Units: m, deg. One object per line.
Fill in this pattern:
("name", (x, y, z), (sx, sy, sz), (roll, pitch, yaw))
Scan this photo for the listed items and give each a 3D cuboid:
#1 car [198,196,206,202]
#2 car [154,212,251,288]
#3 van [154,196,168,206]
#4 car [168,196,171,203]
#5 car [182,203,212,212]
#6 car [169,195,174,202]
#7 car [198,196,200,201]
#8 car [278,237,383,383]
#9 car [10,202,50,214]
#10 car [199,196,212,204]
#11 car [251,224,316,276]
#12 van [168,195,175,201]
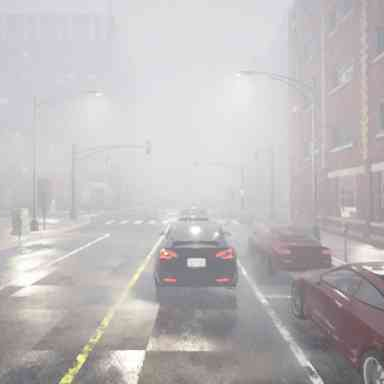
("car", (2.640, 1.886, 87.689), (1.947, 1.339, 4.313), (1, 0, 0))
("car", (0.095, 1.537, 9.363), (2.163, 1.488, 4.792), (0, 0, 0))
("van", (-5.717, 1.556, 59.462), (1.690, 1.788, 3.998), (1, 0, 0))
("car", (-5.725, 1.817, 65.113), (1.802, 1.307, 4.206), (1, 0, 0))
("car", (0.084, 1.618, 19.666), (2.033, 1.411, 5.357), (0, 0, 0))
("car", (-5.733, 1.859, 76.417), (1.802, 1.307, 4.206), (1, 0, 0))
("car", (2.644, 1.843, 82.038), (1.887, 1.381, 4.507), (1, 0, 0))
("car", (2.665, 1.599, 4.518), (1.802, 1.307, 4.206), (1, 0, 0))
("car", (-18.737, 1.858, 38.541), (4.313, 1.339, 1.947), (0, -1, 0))
("car", (2.660, 1.740, 59.598), (1.752, 1.417, 4.829), (1, 0, 0))
("car", (2.831, 1.619, 10.175), (1.802, 1.307, 4.206), (1, 0, 0))
("van", (-5.741, 1.683, 93.375), (1.690, 1.788, 3.998), (1, 0, 0))
